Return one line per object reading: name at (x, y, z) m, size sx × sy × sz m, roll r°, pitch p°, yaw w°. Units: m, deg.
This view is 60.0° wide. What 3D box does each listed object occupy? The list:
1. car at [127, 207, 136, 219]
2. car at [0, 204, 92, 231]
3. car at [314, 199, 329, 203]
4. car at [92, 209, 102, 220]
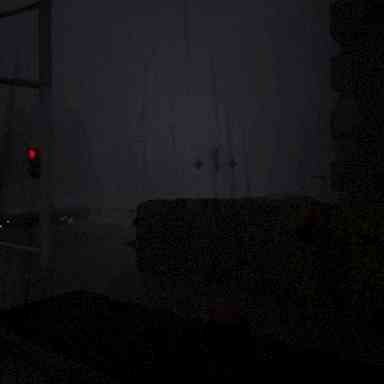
car at (-3.535, 1.579, 29.296) m, size 1.837 × 1.490 × 4.892 m, roll 0°, pitch 0°, yaw 38°
car at (-9.558, 1.625, 21.655) m, size 2.033 × 1.411 × 5.357 m, roll 0°, pitch 0°, yaw 38°
car at (16.761, 1.585, 43.510) m, size 2.033 × 1.411 × 5.357 m, roll 0°, pitch 0°, yaw 38°
car at (-9.805, 1.690, 26.996) m, size 1.895 × 1.301 × 4.718 m, roll 0°, pitch 0°, yaw 38°
